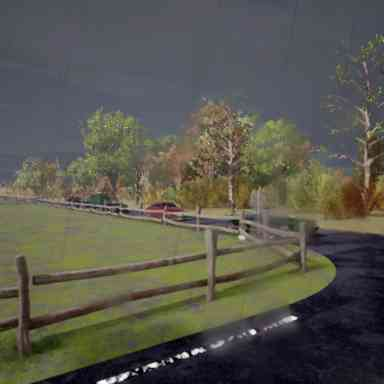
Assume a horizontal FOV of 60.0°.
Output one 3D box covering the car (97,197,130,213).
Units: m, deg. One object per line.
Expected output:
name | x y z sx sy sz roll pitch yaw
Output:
car | -8.382 1.604 36.278 1.994 1.385 4.181 0 0 -35

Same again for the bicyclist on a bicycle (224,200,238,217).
bicyclist on a bicycle | 3.497 1.486 29.611 1.656 1.620 0.582 0 0 -35

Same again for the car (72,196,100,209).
car | -14.311 1.605 44.897 1.994 1.385 4.181 0 0 -34

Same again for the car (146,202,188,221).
car | -2.161 1.558 27.292 1.812 1.442 4.674 0 0 -35

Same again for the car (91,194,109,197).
car | -13.978 1.265 49.526 2.150 2.045 5.566 0 0 -35

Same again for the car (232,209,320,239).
car | 4.351 1.616 17.896 1.895 1.301 4.718 0 0 -35

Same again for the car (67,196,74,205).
car | -21.068 1.514 59.746 1.882 1.535 5.008 0 0 -35
